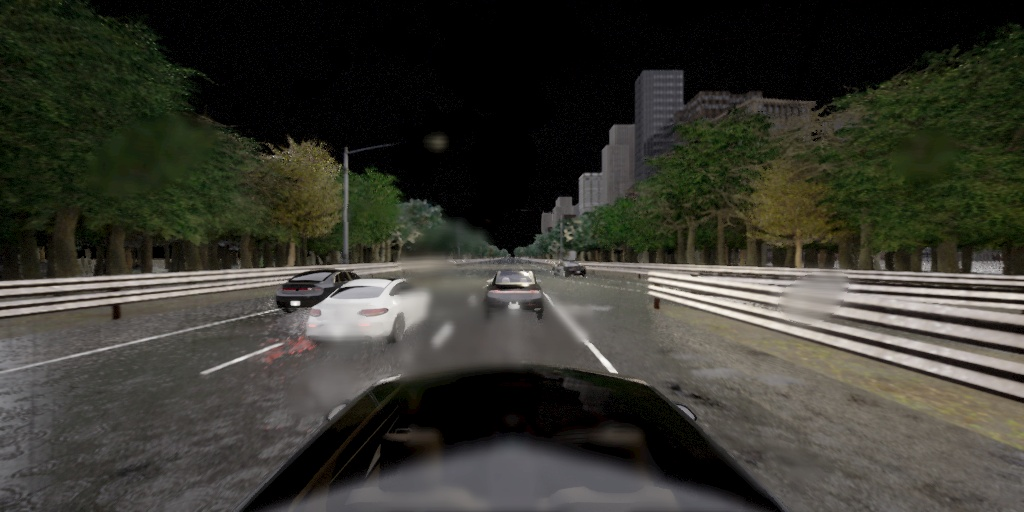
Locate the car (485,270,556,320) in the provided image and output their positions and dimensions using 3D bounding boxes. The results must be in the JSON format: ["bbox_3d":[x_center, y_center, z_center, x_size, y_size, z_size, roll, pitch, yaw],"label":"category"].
[{"bbox_3d":[0.100,1.247,12.615,2.128,1.511,4.902,0,0,0],"label":"car"}]

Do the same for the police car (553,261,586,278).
[{"bbox_3d":[5.420,1.258,34.777,1.930,1.638,5.238,0,0,-13],"label":"police car"}]

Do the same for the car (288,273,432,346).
[{"bbox_3d":[-3.401,1.278,9.325,1.812,1.442,4.674,0,0,0],"label":"car"}]

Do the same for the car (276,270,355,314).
[{"bbox_3d":[-6.898,1.263,13.841,1.837,1.490,4.892,0,0,0],"label":"car"}]
